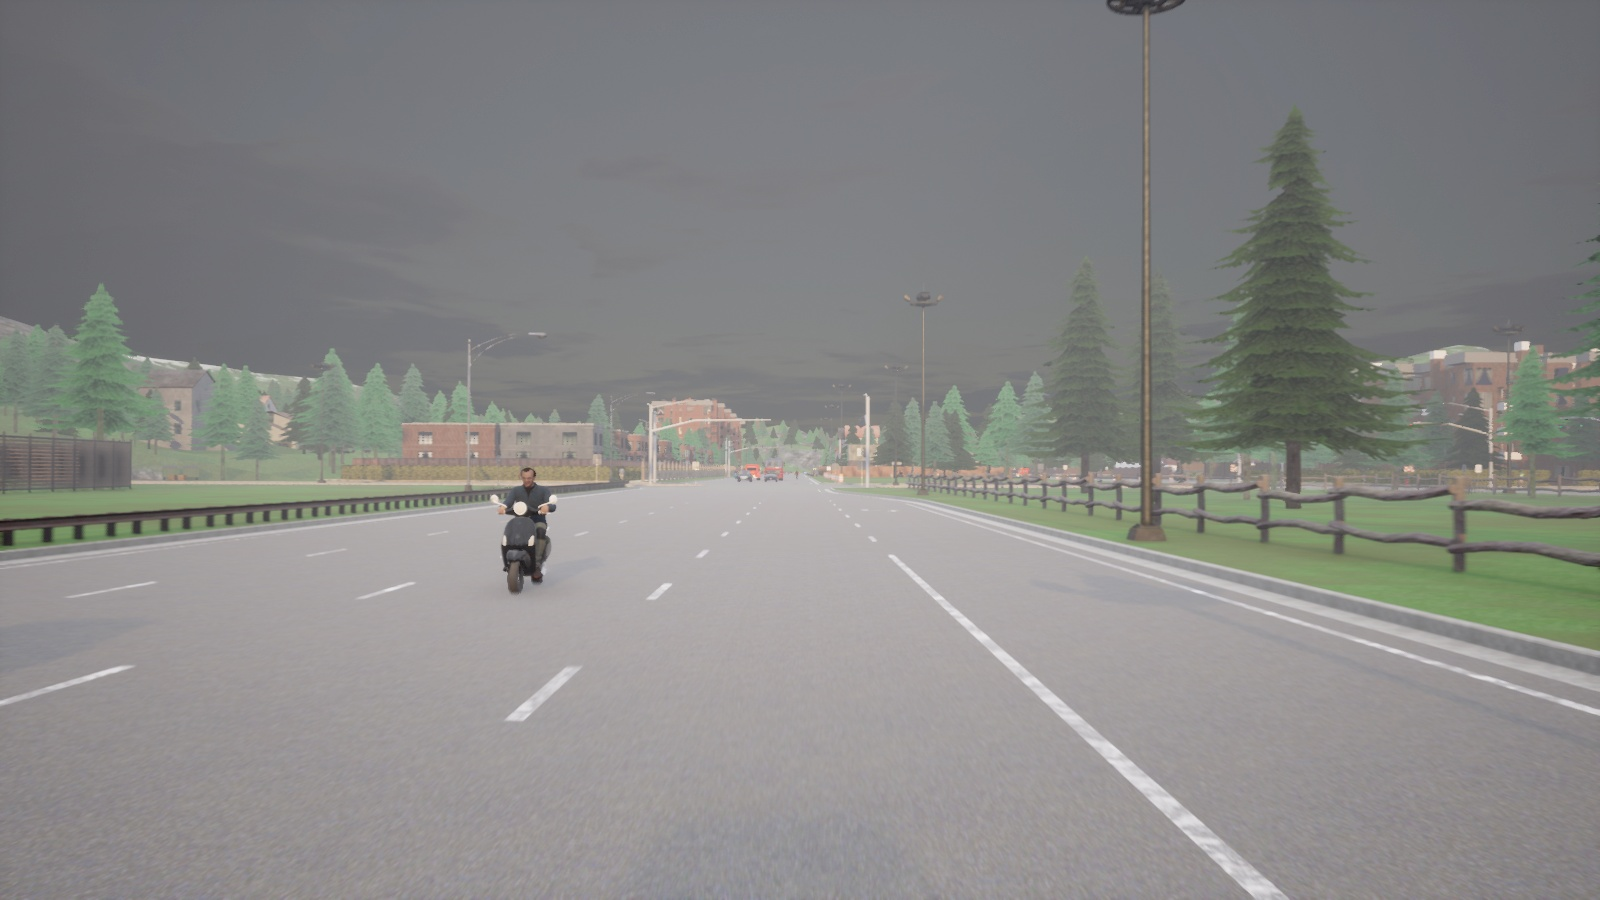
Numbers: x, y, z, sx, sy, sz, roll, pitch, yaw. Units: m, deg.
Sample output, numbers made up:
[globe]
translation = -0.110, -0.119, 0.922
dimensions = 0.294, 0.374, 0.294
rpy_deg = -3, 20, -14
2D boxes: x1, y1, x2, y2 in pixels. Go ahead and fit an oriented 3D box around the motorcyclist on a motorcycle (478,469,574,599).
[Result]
[motorcyclist on a motorcycle]
translation = -3.540, 1.051, 16.384
dimensions = 0.866, 1.590, 1.817
rpy_deg = 0, -1, 0
